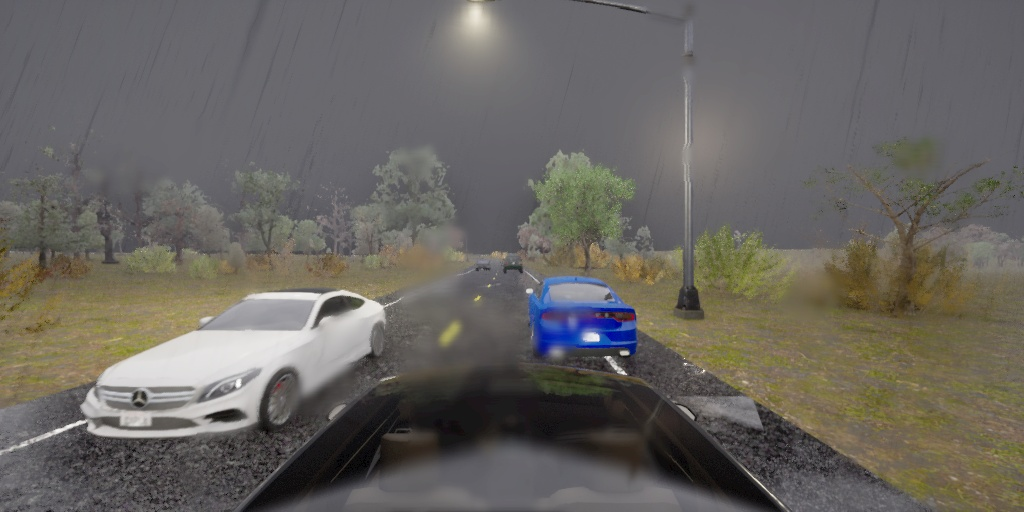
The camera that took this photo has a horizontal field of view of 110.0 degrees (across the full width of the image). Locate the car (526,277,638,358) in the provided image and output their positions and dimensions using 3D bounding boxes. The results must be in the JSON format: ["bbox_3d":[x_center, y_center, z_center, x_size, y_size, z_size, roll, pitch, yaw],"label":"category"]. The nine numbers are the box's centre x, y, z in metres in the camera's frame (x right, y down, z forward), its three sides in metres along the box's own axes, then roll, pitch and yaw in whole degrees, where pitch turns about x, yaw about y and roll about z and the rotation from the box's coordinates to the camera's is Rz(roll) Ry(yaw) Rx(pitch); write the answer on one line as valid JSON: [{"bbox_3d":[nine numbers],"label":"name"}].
[{"bbox_3d":[1.384,1.225,8.520,1.882,1.535,5.008,0,0,1],"label":"car"}]

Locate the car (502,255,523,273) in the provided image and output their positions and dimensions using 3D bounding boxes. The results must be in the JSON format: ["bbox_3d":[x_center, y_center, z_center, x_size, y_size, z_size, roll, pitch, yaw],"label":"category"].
[{"bbox_3d":[0.081,0.931,42.692,2.150,2.045,5.566,0,0,-2],"label":"car"}]

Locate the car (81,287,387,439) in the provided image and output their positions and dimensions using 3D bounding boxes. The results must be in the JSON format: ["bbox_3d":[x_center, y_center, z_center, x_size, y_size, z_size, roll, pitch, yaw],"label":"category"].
[{"bbox_3d":[-3.501,1.274,5.702,1.812,1.442,4.674,0,0,1],"label":"car"}]

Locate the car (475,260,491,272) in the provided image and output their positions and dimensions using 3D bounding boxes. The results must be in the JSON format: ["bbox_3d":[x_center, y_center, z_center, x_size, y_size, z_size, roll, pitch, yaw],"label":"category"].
[{"bbox_3d":[-3.699,1.252,46.224,2.033,1.411,5.357,0,0,-2],"label":"car"}]
